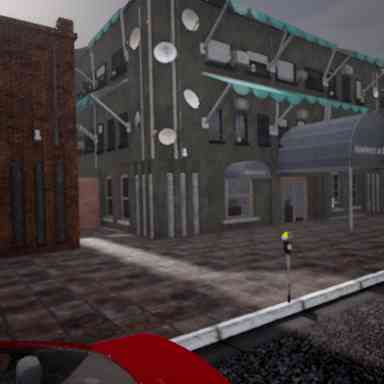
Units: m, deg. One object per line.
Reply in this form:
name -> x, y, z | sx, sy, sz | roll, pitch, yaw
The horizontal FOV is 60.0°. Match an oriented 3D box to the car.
car -> -1.734, 1.560, 1.209 | 4.507, 1.381, 1.887 | -1, 0, -35
